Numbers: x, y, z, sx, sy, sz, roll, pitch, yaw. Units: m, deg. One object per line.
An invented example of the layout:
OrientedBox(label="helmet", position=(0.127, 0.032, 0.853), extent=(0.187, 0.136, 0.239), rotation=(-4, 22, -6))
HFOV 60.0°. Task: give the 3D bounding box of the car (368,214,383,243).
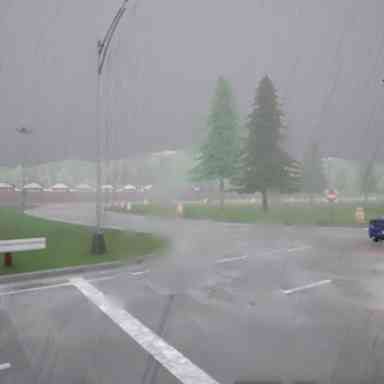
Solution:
OrientedBox(label="car", position=(10.054, 1.539, 15.220), extent=(5.008, 1.535, 1.882), rotation=(0, 0, -36))
